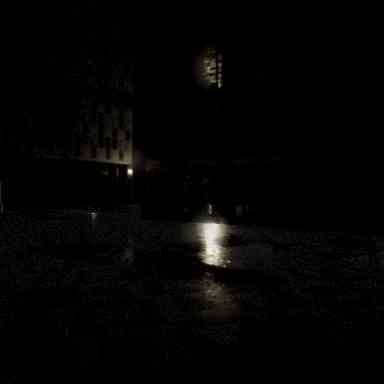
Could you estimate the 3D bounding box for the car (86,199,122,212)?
[{"bbox_3d":[-11.007,1.656,41.805,1.837,1.490,4.892,1,0,35],"label":"car"}]
